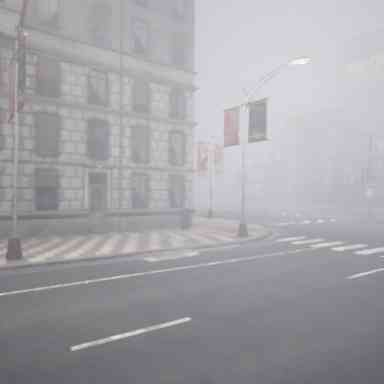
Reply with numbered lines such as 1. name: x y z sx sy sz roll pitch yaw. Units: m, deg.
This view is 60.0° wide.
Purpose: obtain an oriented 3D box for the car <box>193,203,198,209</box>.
1. car: -1.153 1.755 47.286 1.882 1.535 5.008 1 -1 -36
